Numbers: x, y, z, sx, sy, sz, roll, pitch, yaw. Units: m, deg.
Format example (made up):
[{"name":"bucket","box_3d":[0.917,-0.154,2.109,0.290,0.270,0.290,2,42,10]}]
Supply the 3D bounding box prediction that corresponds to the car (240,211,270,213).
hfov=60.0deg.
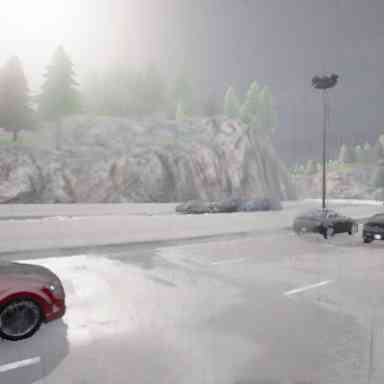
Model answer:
[{"name":"car","box_3d":[6.682,1.646,32.520,5.566,2.045,2.150,2,-1,-44]}]

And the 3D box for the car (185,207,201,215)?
[{"name":"car","box_3d":[2.056,1.976,37.752,5.357,1.411,2.033,1,-1,-44]}]

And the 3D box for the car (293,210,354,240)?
[{"name":"car","box_3d":[7.680,1.778,18.992,4.902,1.511,2.128,1,-1,-41]}]

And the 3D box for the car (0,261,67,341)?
[{"name":"car","box_3d":[-4.197,1.574,5.158,4.181,1.385,1.994,1,-1,-35]}]

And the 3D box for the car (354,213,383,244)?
[{"name":"car","box_3d":[10.178,1.791,16.530,4.892,1.490,1.837,1,-1,-41]}]

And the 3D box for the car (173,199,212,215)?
[{"name":"car","box_3d":[0.086,1.793,40.767,4.553,1.767,2.097,1,-1,-44]}]
